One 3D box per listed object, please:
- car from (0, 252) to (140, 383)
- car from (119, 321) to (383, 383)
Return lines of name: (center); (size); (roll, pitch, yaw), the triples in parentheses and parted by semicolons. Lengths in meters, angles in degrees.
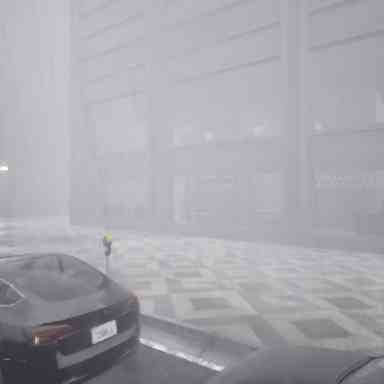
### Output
car: (-2.652, 1.564, 4.856); (4.313, 1.339, 1.947); (0, 0, 35)
car: (1.938, 1.551, 1.585); (4.403, 1.369, 2.008); (0, 0, 35)
